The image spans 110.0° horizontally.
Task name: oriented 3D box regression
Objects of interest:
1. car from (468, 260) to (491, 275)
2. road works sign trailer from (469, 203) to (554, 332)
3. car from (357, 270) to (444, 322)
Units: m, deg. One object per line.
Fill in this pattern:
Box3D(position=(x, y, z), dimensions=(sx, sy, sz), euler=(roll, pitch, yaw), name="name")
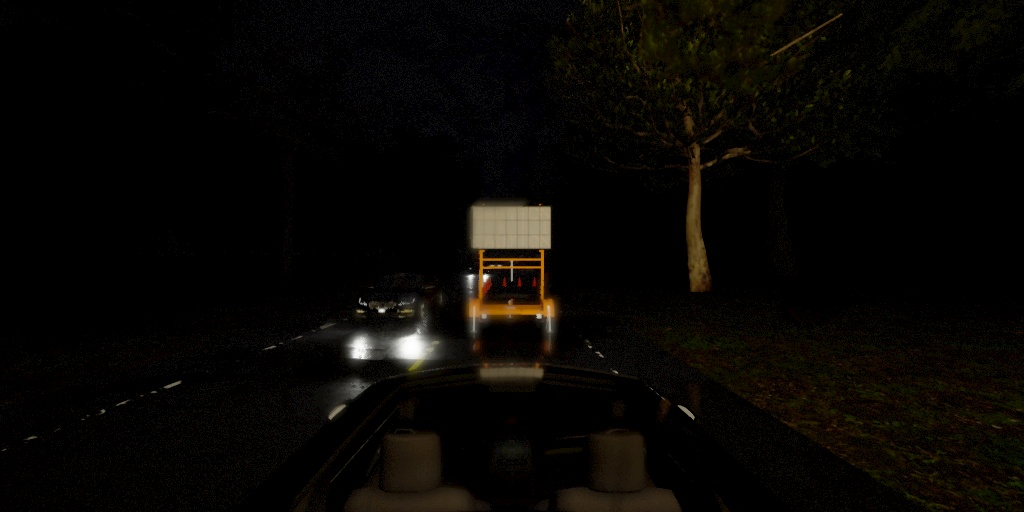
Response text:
Box3D(position=(-3.614, 1.266, 39.361), dimensions=(1.812, 1.442, 4.674), euler=(0, 0, 0), name="car")
Box3D(position=(-0.005, 0.217, 10.821), dimensions=(2.380, 3.560, 2.880), euler=(0, 0, 0), name="road works sign trailer")
Box3D(position=(-3.604, 1.257, 12.345), dimensions=(1.837, 1.490, 4.892), euler=(0, 0, 0), name="car")
